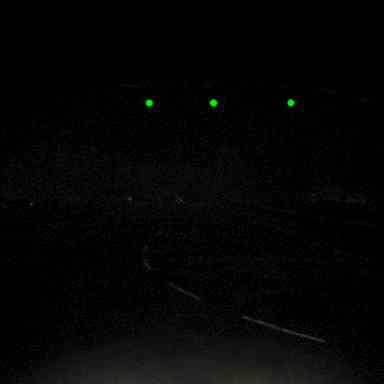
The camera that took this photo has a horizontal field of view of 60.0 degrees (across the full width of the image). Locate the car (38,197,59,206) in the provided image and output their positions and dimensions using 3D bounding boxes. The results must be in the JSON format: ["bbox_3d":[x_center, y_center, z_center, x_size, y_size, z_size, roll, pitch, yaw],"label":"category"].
[{"bbox_3d":[-21.231,1.496,49.259,2.128,1.511,4.902,0,0,-3],"label":"car"}]

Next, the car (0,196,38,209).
[{"bbox_3d":[-21.022,1.494,39.995,2.128,1.511,4.902,0,0,0],"label":"car"}]

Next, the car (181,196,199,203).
[{"bbox_3d":[-0.133,1.603,69.471,1.895,1.301,4.718,0,0,-18],"label":"car"}]

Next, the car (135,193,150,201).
[{"bbox_3d":[-12.230,1.196,81.371,2.097,1.767,4.553,0,0,-30],"label":"car"}]

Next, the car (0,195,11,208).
[{"bbox_3d":[-28.132,1.356,47.740,2.097,1.767,4.553,0,0,-3],"label":"car"}]

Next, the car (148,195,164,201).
[{"bbox_3d":[-9.097,1.380,82.927,2.033,1.411,5.357,0,0,-30],"label":"car"}]

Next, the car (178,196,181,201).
[{"bbox_3d":[-3.495,1.605,79.049,1.895,1.301,4.718,0,0,-26],"label":"car"}]

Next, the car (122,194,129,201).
[{"bbox_3d":[-15.392,1.342,79.867,1.837,1.490,4.892,0,0,-30],"label":"car"}]

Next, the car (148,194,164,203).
[{"bbox_3d":[-8.287,1.363,72.000,2.097,1.767,4.553,0,0,-22],"label":"car"}]

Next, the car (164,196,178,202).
[{"bbox_3d":[-5.206,1.558,73.739,1.994,1.385,4.181,0,0,-22],"label":"car"}]

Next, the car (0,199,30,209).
[{"bbox_3d":[-24.562,1.605,46.243,1.895,1.301,4.718,0,0,0],"label":"car"}]

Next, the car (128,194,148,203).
[{"bbox_3d":[-11.411,1.526,70.322,2.128,1.511,4.902,0,0,-22],"label":"car"}]
